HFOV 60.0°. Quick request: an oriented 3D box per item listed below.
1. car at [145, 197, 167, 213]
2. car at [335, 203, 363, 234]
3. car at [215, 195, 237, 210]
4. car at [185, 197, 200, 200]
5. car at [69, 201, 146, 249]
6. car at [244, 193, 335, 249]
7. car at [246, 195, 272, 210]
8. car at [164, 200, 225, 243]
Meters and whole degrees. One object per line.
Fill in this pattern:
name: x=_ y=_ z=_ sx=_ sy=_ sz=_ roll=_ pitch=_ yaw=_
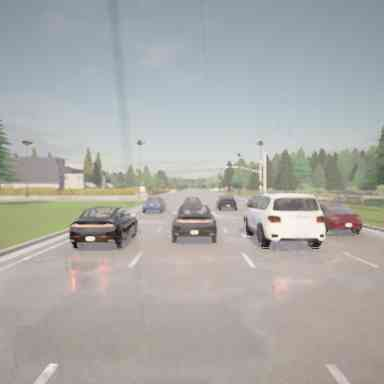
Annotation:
car: x=-3.456 y=1.150 z=31.128 sx=2.033 sy=1.411 sz=5.357 roll=0 pitch=1 yaw=0
car: x=7.093 y=1.303 z=17.344 sx=1.812 sy=1.442 sz=4.674 roll=0 pitch=1 yaw=0
car: x=3.562 y=1.060 z=34.793 sx=1.837 sy=1.490 sz=4.892 roll=0 pitch=0 yaw=0
car: x=0.045 y=1.145 z=31.489 sx=2.033 sy=1.411 sz=5.357 roll=0 pitch=1 yaw=0
car: x=-3.405 y=1.319 z=13.555 sx=2.128 sy=1.511 sz=4.902 roll=0 pitch=1 yaw=0
car: x=3.596 y=1.045 z=13.824 sx=2.150 sy=2.045 sz=5.566 roll=0 pitch=1 yaw=0
car: x=7.067 y=1.048 z=35.616 sx=1.837 sy=1.490 sz=4.892 roll=0 pitch=0 yaw=0
car: x=0.094 y=1.297 z=14.957 sx=2.128 sy=1.511 sz=4.902 roll=0 pitch=0 yaw=0
